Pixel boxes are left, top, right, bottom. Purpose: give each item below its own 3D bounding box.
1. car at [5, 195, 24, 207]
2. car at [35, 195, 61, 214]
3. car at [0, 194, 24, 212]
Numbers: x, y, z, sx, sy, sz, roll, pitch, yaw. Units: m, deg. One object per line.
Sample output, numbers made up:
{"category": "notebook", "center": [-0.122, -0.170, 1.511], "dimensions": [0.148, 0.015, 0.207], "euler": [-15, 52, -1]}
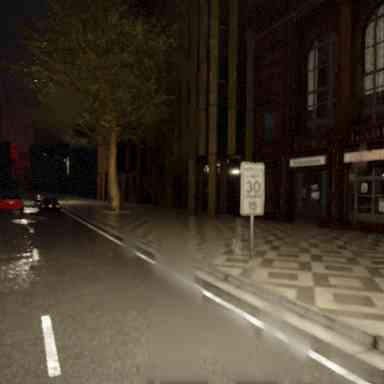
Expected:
{"category": "car", "center": [-22.666, 1.095, 42.616], "dimensions": [2.033, 1.411, 5.357], "euler": [1, 0, -27]}
{"category": "car", "center": [-13.463, 1.258, 31.356], "dimensions": [2.033, 1.411, 5.357], "euler": [1, 0, -26]}
{"category": "car", "center": [-17.747, 0.997, 32.790], "dimensions": [2.097, 1.767, 4.553], "euler": [1, 0, -27]}
